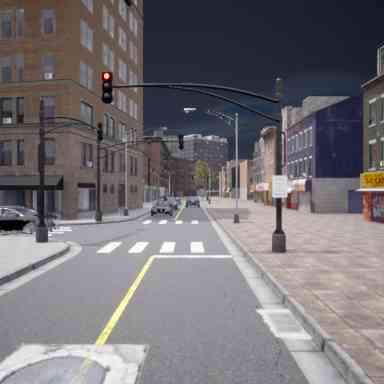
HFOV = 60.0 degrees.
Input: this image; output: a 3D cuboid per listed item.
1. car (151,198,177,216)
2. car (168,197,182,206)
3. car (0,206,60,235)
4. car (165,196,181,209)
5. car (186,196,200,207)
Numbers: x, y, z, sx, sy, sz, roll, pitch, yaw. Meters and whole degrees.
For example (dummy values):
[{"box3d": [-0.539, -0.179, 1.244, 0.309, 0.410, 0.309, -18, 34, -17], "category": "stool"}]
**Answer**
[{"box3d": [-2.832, 1.568, 32.315, 1.994, 1.385, 4.181, 0, 0, 0], "category": "car"}, {"box3d": [-2.805, 1.562, 55.588, 2.033, 1.411, 5.357, 0, 0, 0], "category": "car"}, {"box3d": [-9.908, 1.538, 18.496, 4.902, 1.511, 2.128, 0, 0, 2], "category": "car"}, {"box3d": [-2.824, 1.360, 42.087, 2.097, 1.767, 4.553, 0, 0, 0], "category": "car"}, {"box3d": [0.129, 1.363, 51.328, 2.097, 1.767, 4.553, 0, 0, 0], "category": "car"}]
